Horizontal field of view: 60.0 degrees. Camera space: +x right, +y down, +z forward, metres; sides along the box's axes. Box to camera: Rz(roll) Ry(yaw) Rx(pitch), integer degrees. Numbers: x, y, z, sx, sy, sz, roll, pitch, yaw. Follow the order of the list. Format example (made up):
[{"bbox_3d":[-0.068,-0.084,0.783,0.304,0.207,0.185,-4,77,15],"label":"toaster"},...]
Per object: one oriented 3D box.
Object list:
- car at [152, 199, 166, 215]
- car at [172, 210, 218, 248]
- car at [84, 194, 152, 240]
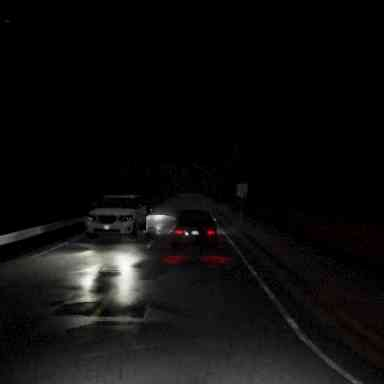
[{"bbox_3d":[-3.553,1.366,31.304,1.994,1.385,4.181,1,0,1],"label":"car"},{"bbox_3d":[0.104,1.513,14.578,2.033,1.411,5.357,1,0,0],"label":"car"},{"bbox_3d":[-3.585,1.120,16.755,2.150,2.045,5.566,1,0,0],"label":"car"}]
